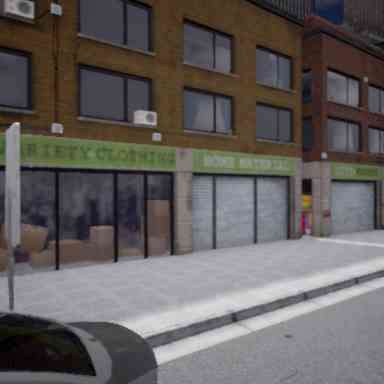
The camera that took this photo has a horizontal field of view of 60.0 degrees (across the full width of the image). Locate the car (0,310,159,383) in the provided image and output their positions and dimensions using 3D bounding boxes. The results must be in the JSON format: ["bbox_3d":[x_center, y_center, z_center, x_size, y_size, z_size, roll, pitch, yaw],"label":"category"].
[{"bbox_3d":[-2.369,1.509,1.349,4.892,1.490,1.837,1,0,-35],"label":"car"}]
